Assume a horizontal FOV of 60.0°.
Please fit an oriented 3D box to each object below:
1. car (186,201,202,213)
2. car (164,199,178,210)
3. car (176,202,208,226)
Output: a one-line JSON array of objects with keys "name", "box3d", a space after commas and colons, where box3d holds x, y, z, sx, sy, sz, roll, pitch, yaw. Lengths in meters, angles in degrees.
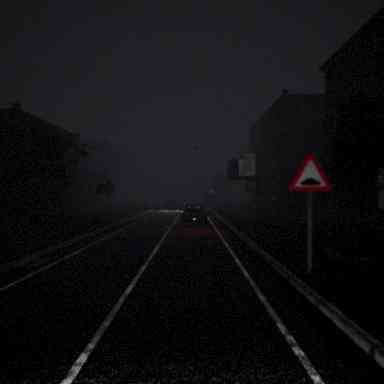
[{"name": "car", "box3d": [0.202, 1.900, 41.918, 1.895, 1.301, 4.718, 0, 0, 0]}, {"name": "car", "box3d": [-2.961, 1.840, 48.616, 1.837, 1.490, 4.892, 0, 0, 0]}, {"name": "car", "box3d": [0.162, 1.673, 25.062, 2.128, 1.511, 4.902, 0, -1, 0]}]
